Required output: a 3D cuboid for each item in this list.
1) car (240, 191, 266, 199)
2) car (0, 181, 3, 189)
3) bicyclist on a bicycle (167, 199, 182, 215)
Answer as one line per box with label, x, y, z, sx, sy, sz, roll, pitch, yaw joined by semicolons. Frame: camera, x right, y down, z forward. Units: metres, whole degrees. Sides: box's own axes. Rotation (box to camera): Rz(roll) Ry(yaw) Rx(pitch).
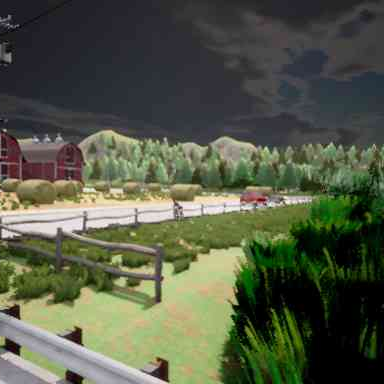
car;8.590;0.934;46.751;2.150;2.045;5.566;3;1;33
car;-46.978;-1.609;82.724;1.905;1.878;3.866;7;2;-14
bicyclist on a bicycle;-1.222;1.358;24.573;1.656;1.620;0.582;2;1;32
